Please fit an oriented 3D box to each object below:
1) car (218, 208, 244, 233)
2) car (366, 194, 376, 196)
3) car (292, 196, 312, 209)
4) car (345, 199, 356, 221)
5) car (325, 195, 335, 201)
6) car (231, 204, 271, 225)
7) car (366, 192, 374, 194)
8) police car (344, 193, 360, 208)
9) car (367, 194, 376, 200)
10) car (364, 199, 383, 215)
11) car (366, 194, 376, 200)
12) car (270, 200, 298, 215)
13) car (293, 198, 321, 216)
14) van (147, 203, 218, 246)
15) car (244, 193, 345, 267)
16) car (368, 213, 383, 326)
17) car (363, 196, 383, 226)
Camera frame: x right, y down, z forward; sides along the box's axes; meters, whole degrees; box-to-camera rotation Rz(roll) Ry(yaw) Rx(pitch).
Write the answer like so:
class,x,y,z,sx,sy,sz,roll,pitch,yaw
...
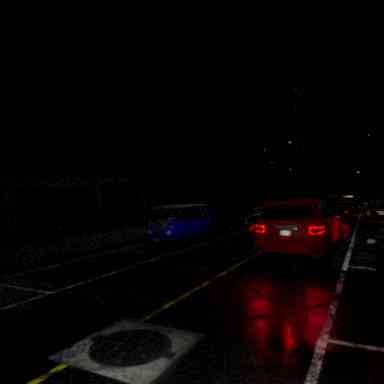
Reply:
class,x,y,z,sx,sy,sz,roll,pitch,yaw
car,2.059,1.660,20.571,1.947,1.339,4.313,-2,-1,28
car,22.430,1.321,40.923,1.947,1.339,4.313,-2,-1,28
car,14.889,1.403,44.902,1.967,1.590,4.097,-2,-1,28
car,11.677,1.507,26.437,1.895,1.301,4.718,-2,0,28
car,32.234,1.403,77.701,1.802,1.307,4.206,-2,-1,28
car,4.627,1.649,25.437,1.802,1.307,4.206,-2,-1,28
car,39.761,1.054,73.714,1.967,1.590,4.097,-2,-1,28
police car,18.936,1.259,40.424,1.930,1.638,5.238,-2,-1,28
car,42.376,1.122,78.643,1.752,1.417,4.829,-2,-1,28
car,17.297,1.358,31.192,2.008,1.369,4.403,-2,-1,28
car,44.829,1.133,83.272,2.008,1.369,4.403,-2,-1,28
car,9.759,1.580,35.168,1.947,1.339,4.313,-2,-1,28
car,11.451,1.435,32.851,1.882,1.535,5.008,-2,0,28
van,-0.513,1.462,15.707,1.690,1.788,3.998,-2,-1,28
car,3.859,1.211,11.641,2.150,2.045,5.566,-2,0,28
car,4.561,1.413,6.441,1.882,1.535,5.008,-2,0,28
car,12.161,1.300,21.460,1.967,1.590,4.097,-2,-1,28
